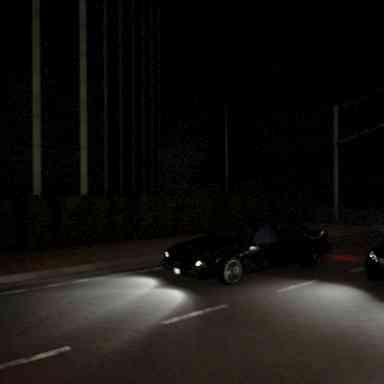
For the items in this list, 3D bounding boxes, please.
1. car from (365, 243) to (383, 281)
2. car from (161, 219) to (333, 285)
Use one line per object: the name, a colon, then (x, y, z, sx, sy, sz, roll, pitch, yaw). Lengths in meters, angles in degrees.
car: (6.299, 1.455, 8.419, 4.674, 1.442, 1.812, 0, 0, -35)
car: (1.817, 1.498, 9.547, 5.357, 1.411, 2.033, -1, 0, -35)
